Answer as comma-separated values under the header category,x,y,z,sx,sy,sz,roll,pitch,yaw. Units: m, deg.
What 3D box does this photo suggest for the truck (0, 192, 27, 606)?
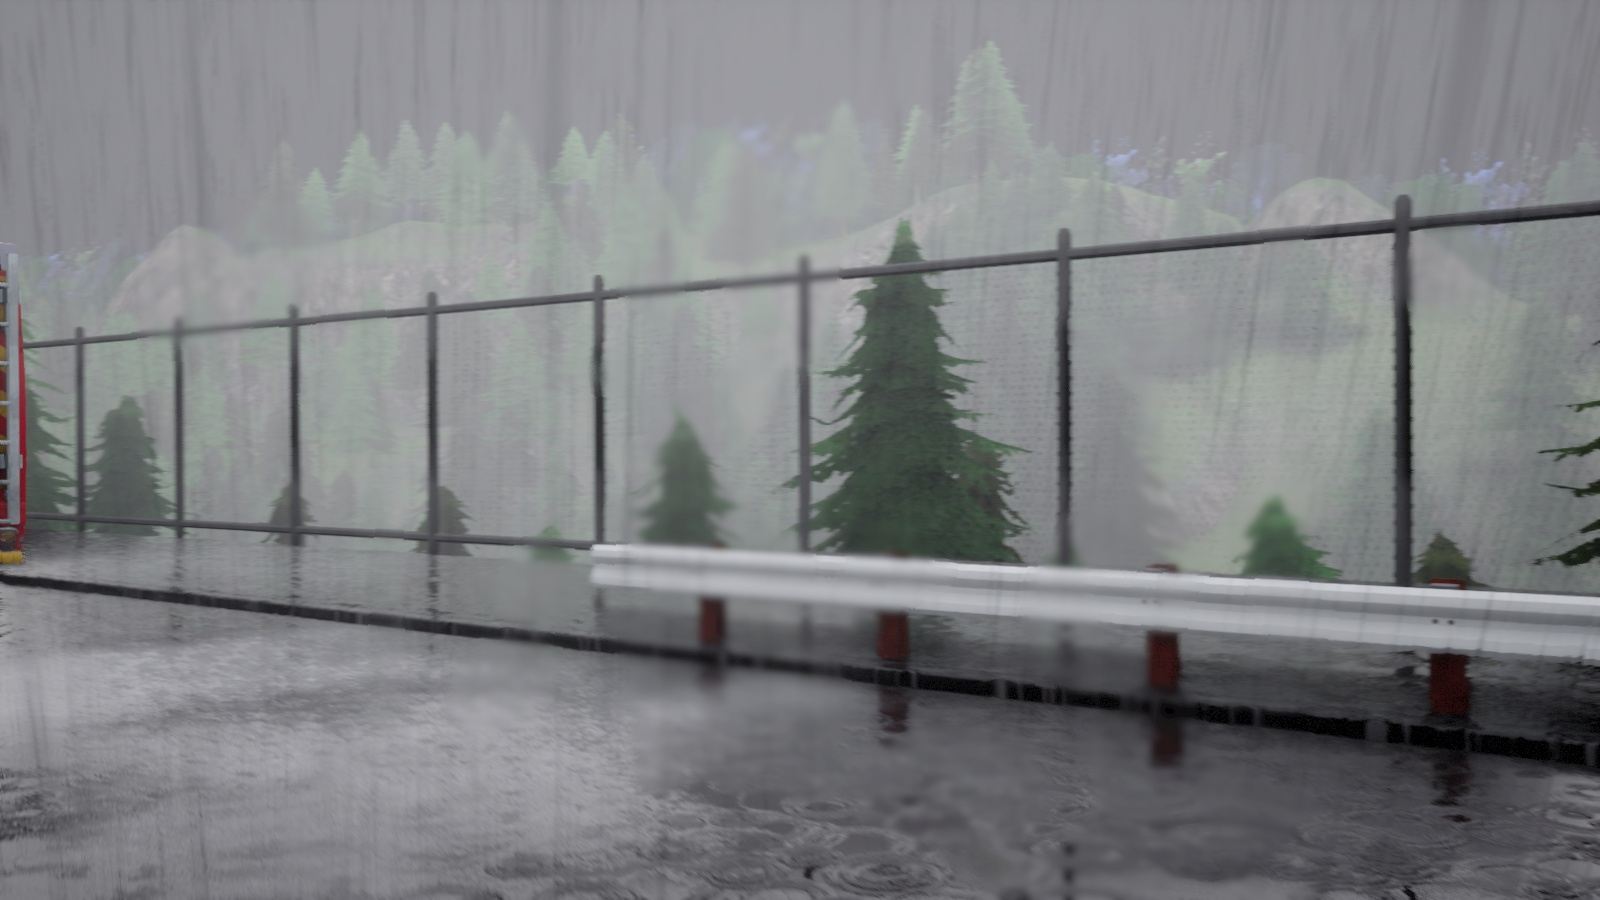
category,x,y,z,sx,sy,sz,roll,pitch,yaw
truck,-11.548,-0.470,13.127,8.468,3.827,2.891,0,0,36
